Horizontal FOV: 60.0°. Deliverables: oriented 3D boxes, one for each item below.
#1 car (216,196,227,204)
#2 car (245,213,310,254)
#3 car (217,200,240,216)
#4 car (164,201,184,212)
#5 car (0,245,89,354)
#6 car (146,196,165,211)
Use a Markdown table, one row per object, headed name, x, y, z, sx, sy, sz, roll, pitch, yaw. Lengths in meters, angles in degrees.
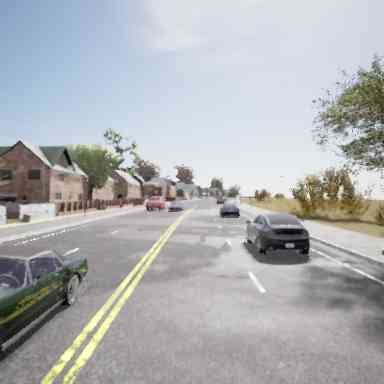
| name | x | y | z | sx | sy | sz | roll | pitch | yaw |
| --- | --- | --- | --- | --- | --- | --- | --- | --- | --- |
| car | 6.864 | 2.151 | 80.551 | 2.033 | 1.649 | 4.856 | 0 | 0 | 5 |
| car | 3.472 | 1.639 | 14.090 | 1.837 | 1.490 | 4.892 | 0 | 0 | 1 |
| car | 4.117 | 1.896 | 36.711 | 1.994 | 1.385 | 4.181 | 0 | 0 | 2 |
| car | -2.123 | 1.962 | 46.240 | 2.033 | 1.411 | 5.357 | 0 | -1 | 3 |
| car | -3.322 | 1.647 | 5.454 | 1.895 | 1.301 | 4.718 | 0 | -1 | 0 |
| car | -5.249 | 1.653 | 48.397 | 2.150 | 2.045 | 5.566 | 0 | 0 | 4 |
